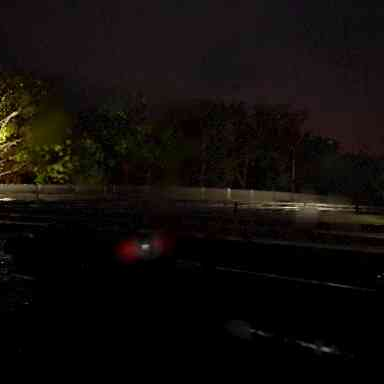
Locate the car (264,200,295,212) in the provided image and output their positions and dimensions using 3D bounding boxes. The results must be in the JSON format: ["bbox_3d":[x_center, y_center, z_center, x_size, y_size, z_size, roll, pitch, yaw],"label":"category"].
[{"bbox_3d":[12.398,1.863,47.013,4.553,1.767,2.097,3,-1,-28],"label":"car"}]

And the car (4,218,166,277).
[{"bbox_3d":[-3.386,1.517,10.101,5.357,1.411,2.033,0,0,31],"label":"car"}]
